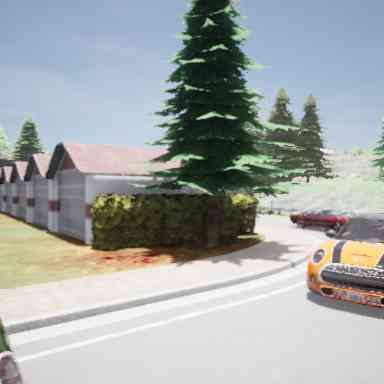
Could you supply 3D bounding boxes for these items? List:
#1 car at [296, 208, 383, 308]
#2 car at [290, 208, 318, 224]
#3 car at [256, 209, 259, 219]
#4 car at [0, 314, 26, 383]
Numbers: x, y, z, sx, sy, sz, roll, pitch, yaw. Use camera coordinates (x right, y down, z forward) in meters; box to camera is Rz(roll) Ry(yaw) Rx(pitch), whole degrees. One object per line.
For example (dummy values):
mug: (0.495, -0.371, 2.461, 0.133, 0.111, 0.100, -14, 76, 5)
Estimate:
car: (4.422, 1.331, 7.838, 2.097, 1.767, 4.553, 0, 0, 39)
car: (7.803, 1.607, 18.969, 1.895, 1.301, 4.718, 0, 0, -21)
car: (3.051, 1.403, 26.087, 1.882, 1.535, 5.008, 0, 1, -35)
car: (-3.343, 1.339, 1.671, 4.553, 1.767, 2.097, 0, 0, -36)
